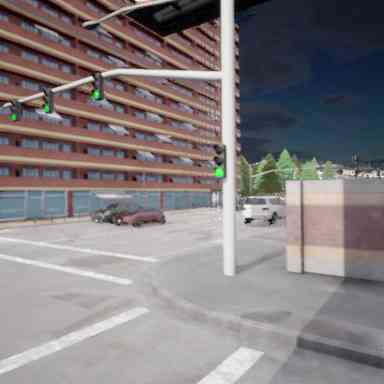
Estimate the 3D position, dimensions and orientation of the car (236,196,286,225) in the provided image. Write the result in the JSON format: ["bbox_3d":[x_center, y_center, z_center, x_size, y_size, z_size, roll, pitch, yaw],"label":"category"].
[{"bbox_3d":[5.807,1.354,25.291,2.150,2.045,5.566,-1,-1,35],"label":"car"}]

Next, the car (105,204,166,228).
[{"bbox_3d":[-3.766,1.762,24.025,1.994,1.385,4.181,-1,0,35],"label":"car"}]

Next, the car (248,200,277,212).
[{"bbox_3d":[8.972,1.764,42.073,1.994,1.385,4.181,-1,0,35],"label":"car"}]

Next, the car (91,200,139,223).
[{"bbox_3d":[-5.942,1.592,27.016,2.097,1.767,4.553,-1,-1,35],"label":"car"}]
